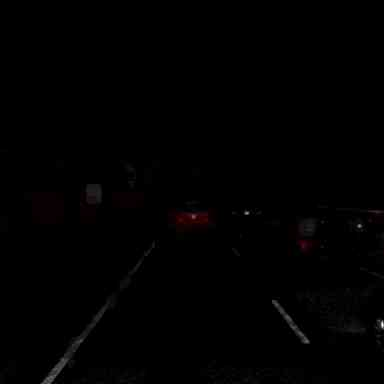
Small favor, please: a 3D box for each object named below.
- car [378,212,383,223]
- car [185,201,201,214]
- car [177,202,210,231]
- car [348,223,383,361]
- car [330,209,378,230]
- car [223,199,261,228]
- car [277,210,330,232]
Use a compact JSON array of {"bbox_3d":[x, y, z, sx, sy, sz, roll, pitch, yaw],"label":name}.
[{"bbox_3d":[14.106,1.737,22.312,1.882,1.535,5.008,0,0,0],"label":"car"},{"bbox_3d":[0.112,1.984,43.568,1.882,1.535,5.008,0,0,0],"label":"car"},{"bbox_3d":[0.107,1.619,23.017,2.097,1.767,4.553,0,-1,0],"label":"car"},{"bbox_3d":[3.601,1.388,3.073,2.097,1.767,4.553,0,-1,0],"label":"car"},{"bbox_3d":[10.606,1.872,23.287,1.895,1.301,4.718,0,-1,0],"label":"car"},{"bbox_3d":[3.608,1.509,24.553,2.150,2.045,5.566,0,0,0],"label":"car"},{"bbox_3d":[7.107,1.858,22.095,1.895,1.301,4.718,0,-1,0],"label":"car"}]
